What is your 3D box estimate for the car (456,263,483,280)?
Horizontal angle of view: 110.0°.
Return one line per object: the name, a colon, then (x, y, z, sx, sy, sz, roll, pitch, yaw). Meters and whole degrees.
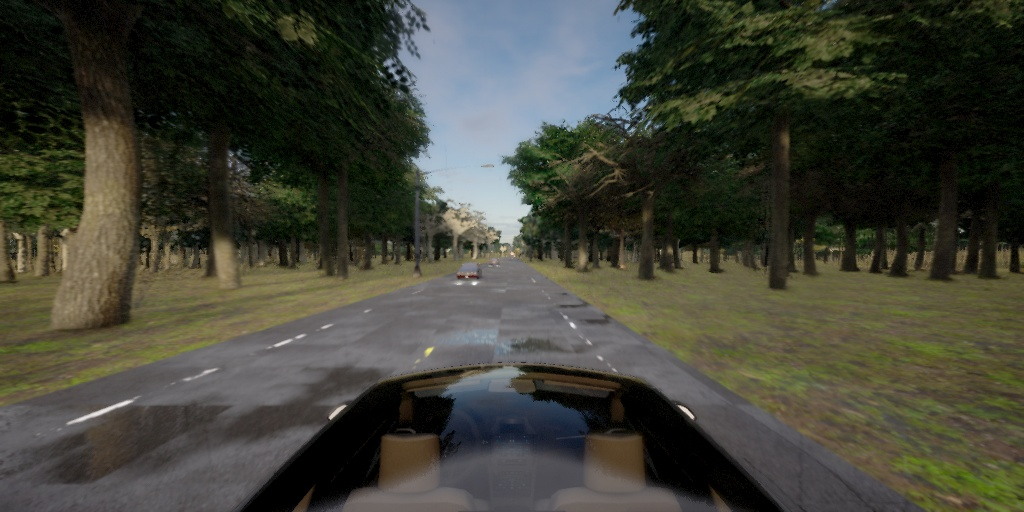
car: (-3.583, 1.283, 31.184, 2.033, 1.411, 5.357, 0, 0, 0)
